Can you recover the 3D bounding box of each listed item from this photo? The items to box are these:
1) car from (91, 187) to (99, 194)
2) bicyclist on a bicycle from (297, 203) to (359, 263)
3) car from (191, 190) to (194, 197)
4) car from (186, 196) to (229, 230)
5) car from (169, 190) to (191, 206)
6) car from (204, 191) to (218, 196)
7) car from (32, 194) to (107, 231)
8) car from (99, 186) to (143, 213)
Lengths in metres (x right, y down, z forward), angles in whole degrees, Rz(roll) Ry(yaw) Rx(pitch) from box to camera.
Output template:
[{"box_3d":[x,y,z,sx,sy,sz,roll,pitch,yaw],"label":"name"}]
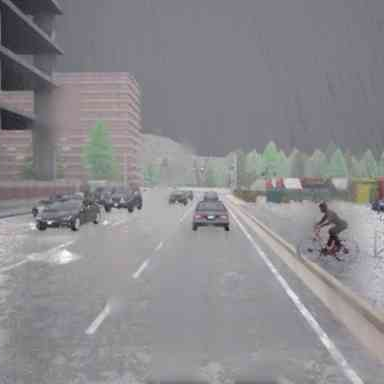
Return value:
[{"box_3d":[-8.745,0.381,34.055,2.150,2.045,5.566,1,1,3],"label":"car"},{"box_3d":[3.686,1.125,8.982,1.656,1.620,0.582,1,1,3],"label":"bicyclist on a bicycle"},{"box_3d":[-0.763,0.376,48.867,2.128,1.511,4.902,1,1,3],"label":"car"},{"box_3d":[1.005,1.151,17.731,2.033,1.411,5.357,1,1,3],"label":"car"},{"box_3d":[-1.442,0.662,36.653,1.837,1.490,4.892,1,2,3],"label":"car"},{"box_3d":[2.507,0.569,44.636,1.994,1.385,4.181,1,1,3],"label":"car"},{"box_3d":[-6.223,1.064,17.259,1.837,1.490,4.892,1,1,3],"label":"car"},{"box_3d":[-5.610,0.544,27.923,2.150,2.045,5.566,0,1,3],"label":"car"}]
